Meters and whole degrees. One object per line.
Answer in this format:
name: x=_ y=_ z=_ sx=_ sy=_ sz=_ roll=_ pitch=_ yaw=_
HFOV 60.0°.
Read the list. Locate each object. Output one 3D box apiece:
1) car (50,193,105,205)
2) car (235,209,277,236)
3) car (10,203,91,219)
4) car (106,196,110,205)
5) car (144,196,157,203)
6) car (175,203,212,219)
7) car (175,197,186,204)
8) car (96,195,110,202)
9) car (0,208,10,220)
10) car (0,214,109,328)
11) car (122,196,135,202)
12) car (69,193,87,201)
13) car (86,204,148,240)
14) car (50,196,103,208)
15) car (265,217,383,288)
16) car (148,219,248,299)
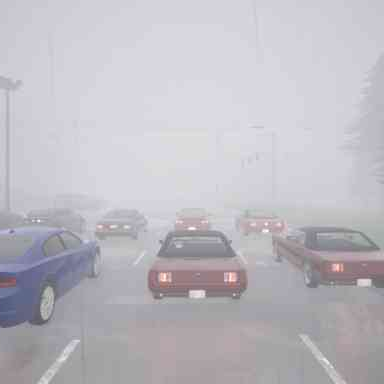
car: x=-13.844 y=1.222 z=39.952 sx=5.566 sy=2.045 sz=2.150 roll=0 pitch=1 yaw=-26
car: x=3.542 y=1.601 z=18.336 sx=1.895 sy=1.301 sz=4.718 roll=0 pitch=0 yaw=-1
car: x=-6.935 y=1.505 z=16.975 sx=1.837 sy=1.490 sz=4.892 roll=0 pitch=0 yaw=0
car: x=-14.460 y=1.491 z=49.521 sx=2.128 sy=1.511 sz=4.902 roll=1 pitch=0 yaw=36
car: x=-8.597 y=1.564 z=68.794 sx=1.994 sy=1.385 sz=4.181 roll=0 pitch=0 yaw=-19
car: x=0.053 y=1.526 z=17.479 sx=1.812 sy=1.442 sz=4.674 roll=0 pitch=0 yaw=1
car: x=-1.971 y=1.547 z=57.076 sx=2.033 sy=1.411 sz=5.357 roll=0 pitch=0 yaw=-2
car: x=-21.569 y=1.552 z=80.350 sx=1.994 sy=1.385 sz=4.181 roll=0 pitch=0 yaw=-34
car: x=-10.436 y=1.491 z=16.959 sx=2.128 sy=1.511 sz=4.902 roll=0 pitch=0 yaw=0
car: x=-3.407 y=1.478 z=7.118 sx=1.882 sy=1.535 sz=5.008 roll=0 pitch=0 yaw=0
car: x=-13.964 y=1.541 z=73.100 sx=2.033 sy=1.411 sz=5.357 roll=0 pitch=0 yaw=-23
car: x=-28.702 y=1.225 z=83.689 sx=2.150 sy=2.045 sz=5.566 roll=0 pitch=0 yaw=-44
car: x=-3.429 y=1.547 z=16.928 sx=2.033 sy=1.411 sz=5.357 roll=0 pitch=0 yaw=0
car: x=-12.756 y=1.491 z=36.649 sx=4.902 sy=1.511 sz=2.128 roll=0 pitch=0 yaw=-27
car: x=3.592 y=1.601 z=9.168 sx=1.895 sy=1.301 sz=4.718 roll=0 pitch=0 yaw=0
car: x=0.091 y=1.601 z=8.376 sx=1.895 sy=1.301 sz=4.718 roll=0 pitch=0 yaw=0
